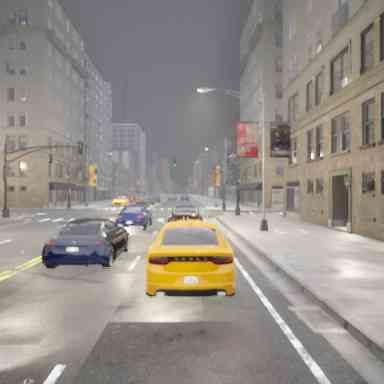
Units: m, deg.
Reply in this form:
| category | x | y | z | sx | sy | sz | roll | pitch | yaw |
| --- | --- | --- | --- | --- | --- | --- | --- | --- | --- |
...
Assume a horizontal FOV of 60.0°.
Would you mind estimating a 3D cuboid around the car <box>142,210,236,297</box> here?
| category | x | y | z | sx | sy | sz | roll | pitch | yaw |
| --- | --- | --- | --- | --- | --- | --- | --- | --- | --- |
| car | -0.055 | 1.477 | 8.649 | 1.882 | 1.535 | 5.008 | 0 | 0 | -1 |

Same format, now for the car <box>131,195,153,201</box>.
| category | x | y | z | sx | sy | sz | roll | pitch | yaw |
| --- | --- | --- | --- | --- | --- | --- | --- | --- | --- |
| car | -7.646 | 1.611 | 51.036 | 1.895 | 1.301 | 4.718 | 0 | 0 | -1 |

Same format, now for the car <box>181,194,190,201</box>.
| category | x | y | z | sx | sy | sz | roll | pitch | yaw |
| --- | --- | --- | --- | --- | --- | --- | --- | --- | --- |
| car | -1.677 | 1.361 | 80.571 | 2.097 | 1.767 | 4.553 | 0 | 0 | -1 |

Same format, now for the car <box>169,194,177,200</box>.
| category | x | y | z | sx | sy | sz | roll | pitch | yaw |
| --- | --- | --- | --- | --- | --- | --- | --- | --- | --- |
| car | -5.165 | 1.363 | 91.750 | 2.097 | 1.767 | 4.553 | 0 | 0 | -1 |

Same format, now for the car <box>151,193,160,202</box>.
| category | x | y | z | sx | sy | sz | roll | pitch | yaw |
| --- | --- | --- | --- | --- | --- | --- | --- | --- | --- |
| car | -7.980 | 1.236 | 71.154 | 2.150 | 2.045 | 5.566 | 0 | 0 | -1 |

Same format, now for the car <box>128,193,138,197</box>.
| category | x | y | z | sx | sy | sz | roll | pitch | yaw |
| --- | --- | --- | --- | --- | --- | --- | --- | --- | --- |
| car | -11.075 | 1.233 | 61.009 | 2.150 | 2.045 | 5.566 | 0 | 0 | -1 |

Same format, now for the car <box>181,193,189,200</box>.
| category | x | y | z | sx | sy | sz | roll | pitch | yaw |
| --- | --- | --- | --- | --- | --- | --- | --- | --- | --- |
| car | -1.890 | 1.231 | 90.572 | 2.097 | 1.767 | 4.553 | 0 | 0 | -1 |

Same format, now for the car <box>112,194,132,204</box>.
| category | x | y | z | sx | sy | sz | roll | pitch | yaw |
| --- | --- | --- | --- | --- | --- | --- | --- | --- | --- |
| car | -10.899 | 1.488 | 51.074 | 1.882 | 1.535 | 5.008 | 0 | 0 | -1 |

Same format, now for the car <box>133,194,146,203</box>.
| category | x | y | z | sx | sy | sz | roll | pitch | yaw |
| --- | --- | --- | --- | --- | --- | --- | --- | --- | --- |
| car | -11.227 | 1.366 | 70.998 | 2.097 | 1.767 | 4.553 | 0 | 0 | -1 |

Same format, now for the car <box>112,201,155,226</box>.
| category | x | y | z | sx | sy | sz | roll | pitch | yaw |
| --- | --- | --- | --- | --- | --- | --- | --- | --- | --- |
| car | -3.566 | 1.527 | 20.903 | 1.812 | 1.442 | 4.674 | 0 | 0 | -1 |

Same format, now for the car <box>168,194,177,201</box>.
| category | x | y | z | sx | sy | sz | roll | pitch | yaw |
| --- | --- | --- | --- | --- | --- | --- | --- | --- | --- |
| car | -4.962 | 1.562 | 82.151 | 1.994 | 1.385 | 4.181 | 0 | 0 | -1 |

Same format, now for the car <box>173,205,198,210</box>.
| category | x | y | z | sx | sy | sz | roll | pitch | yaw |
| --- | --- | --- | --- | --- | --- | --- | --- | --- | --- |
| car | -0.362 | 1.507 | 18.804 | 1.837 | 1.490 | 4.892 | 0 | 0 | -1 |

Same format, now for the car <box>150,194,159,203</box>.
| category | x | y | z | sx | sy | sz | roll | pitch | yaw |
| --- | --- | --- | --- | --- | --- | --- | --- | --- | --- |
| car | -7.816 | 1.559 | 60.679 | 2.033 | 1.411 | 5.357 | 0 | 0 | -1 |

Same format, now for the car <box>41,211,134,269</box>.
| category | x | y | z | sx | sy | sz | roll | pitch | yaw |
| --- | --- | --- | --- | --- | --- | --- | --- | --- | --- |
| car | -3.366 | 1.564 | 11.248 | 1.994 | 1.385 | 4.181 | 0 | 0 | -1 |
